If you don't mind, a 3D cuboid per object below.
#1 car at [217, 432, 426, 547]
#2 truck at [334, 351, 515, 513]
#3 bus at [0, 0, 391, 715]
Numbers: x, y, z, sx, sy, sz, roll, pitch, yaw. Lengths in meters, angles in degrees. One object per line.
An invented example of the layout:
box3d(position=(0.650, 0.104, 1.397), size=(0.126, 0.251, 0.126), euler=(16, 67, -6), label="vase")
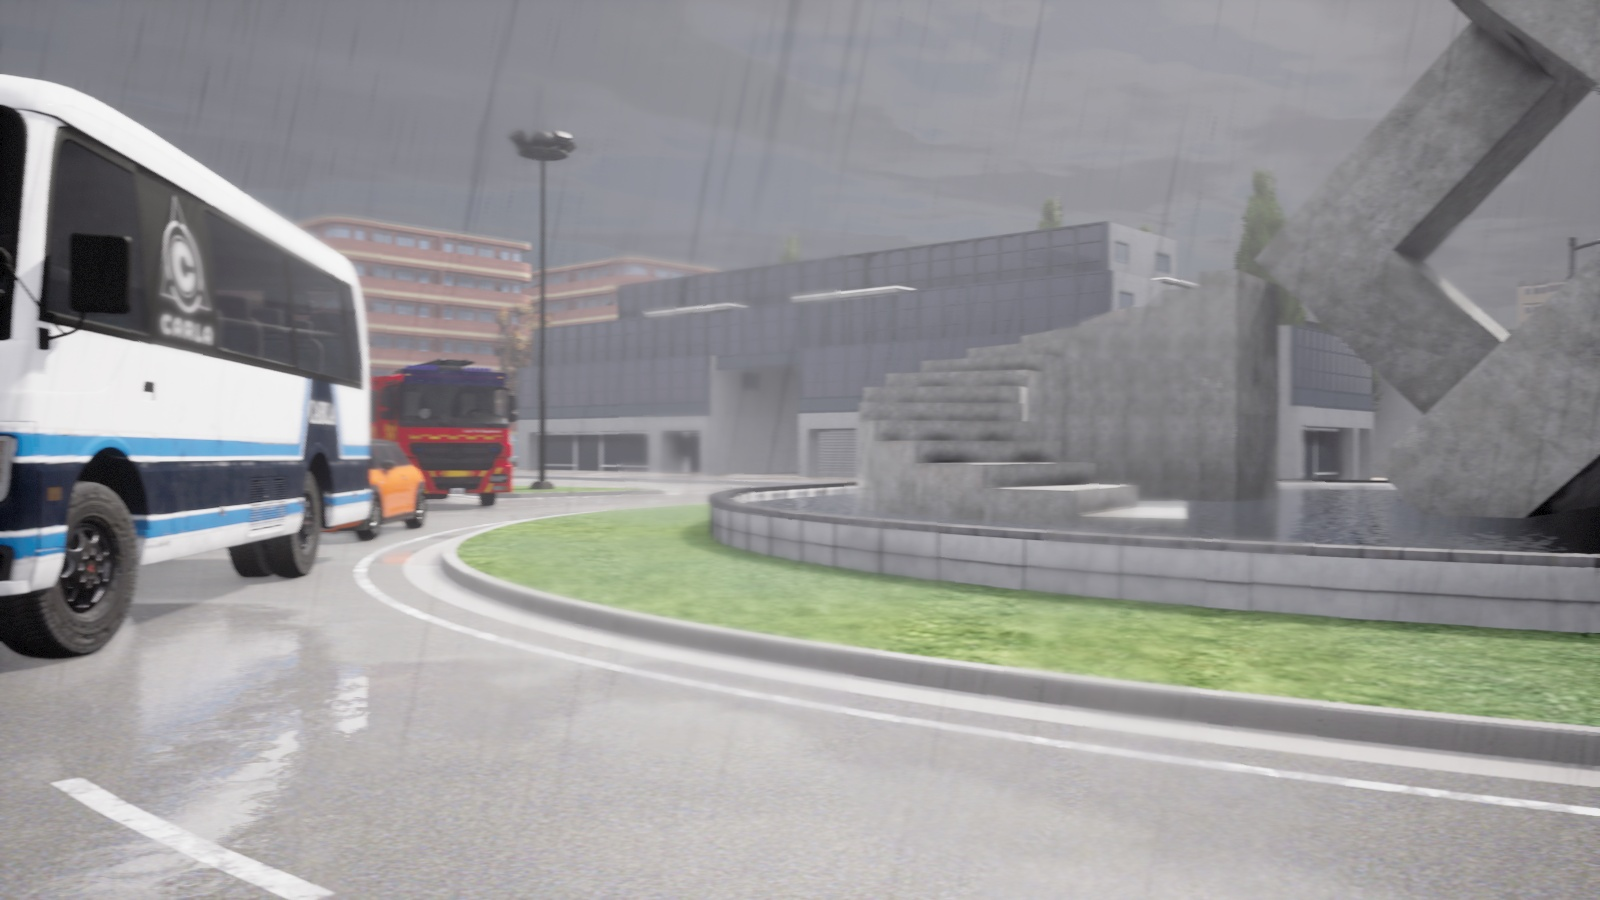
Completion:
box3d(position=(-8.049, 0.608, 21.617), size=(2.097, 1.767, 4.553), euler=(0, 0, -3), label="car")
box3d(position=(-10.372, -0.415, 33.952), size=(2.891, 3.827, 8.468), euler=(0, 0, -29), label="truck")
box3d(position=(-6.943, -0.638, 11.762), size=(3.944, 4.253, 10.273), euler=(0, 0, -7), label="bus")
